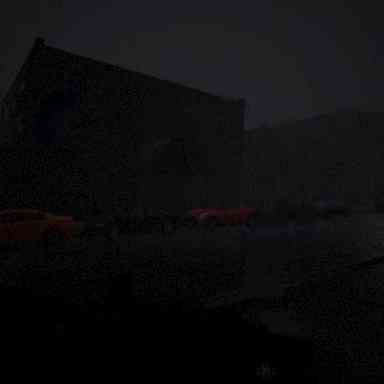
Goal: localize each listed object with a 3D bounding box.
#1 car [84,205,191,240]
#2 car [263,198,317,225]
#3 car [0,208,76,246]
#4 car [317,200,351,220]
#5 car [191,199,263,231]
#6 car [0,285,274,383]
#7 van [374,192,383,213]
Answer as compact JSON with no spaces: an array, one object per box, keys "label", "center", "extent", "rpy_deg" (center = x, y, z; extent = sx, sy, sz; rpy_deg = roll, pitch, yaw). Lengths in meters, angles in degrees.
[{"label":"car","center":[-2.830,1.412,16.567],"extent":[4.892,1.521,2.231],"rpy_deg":[0,0,-36]},{"label":"car","center":[6.175,1.219,23.015],"extent":[4.553,1.767,2.185],"rpy_deg":[0,0,-36]},{"label":"car","center":[-7.322,1.443,13.350],"extent":[5.008,1.535,2.097],"rpy_deg":[0,0,-36]},{"label":"car","center":[10.746,1.351,26.289],"extent":[4.674,1.452,2.002],"rpy_deg":[0,0,-36]},{"label":"car","center":[1.682,1.252,19.798],"extent":[4.553,1.767,2.185],"rpy_deg":[0,0,-36]},{"label":"car","center":[-1.537,1.478,2.343],"extent":[5.008,1.535,1.882],"rpy_deg":[-1,0,-35]},{"label":"van","center":[19.632,1.020,32.652],"extent":[4.442,1.987,1.878],"rpy_deg":[0,0,-36]}]
